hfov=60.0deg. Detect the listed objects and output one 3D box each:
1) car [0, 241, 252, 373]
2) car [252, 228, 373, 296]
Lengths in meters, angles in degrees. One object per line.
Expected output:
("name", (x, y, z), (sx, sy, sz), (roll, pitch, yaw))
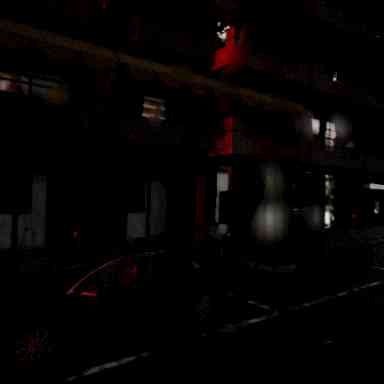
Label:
("car", (-1.343, 1.566, 5.581), (4.403, 1.369, 2.008), (0, 1, -35))
("car", (3.175, 1.635, 8.796), (4.206, 1.307, 1.802), (0, 1, -35))
